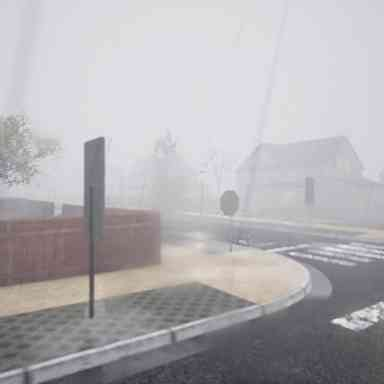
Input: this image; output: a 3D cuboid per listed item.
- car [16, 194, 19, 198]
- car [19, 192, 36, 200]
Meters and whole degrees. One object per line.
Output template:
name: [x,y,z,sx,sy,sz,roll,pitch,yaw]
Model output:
car: [-43.380,1.212,84.498,2.033,1.411,5.357,0,0,-36]
car: [-37.281,1.030,75.968,2.150,2.045,5.566,0,0,-36]
